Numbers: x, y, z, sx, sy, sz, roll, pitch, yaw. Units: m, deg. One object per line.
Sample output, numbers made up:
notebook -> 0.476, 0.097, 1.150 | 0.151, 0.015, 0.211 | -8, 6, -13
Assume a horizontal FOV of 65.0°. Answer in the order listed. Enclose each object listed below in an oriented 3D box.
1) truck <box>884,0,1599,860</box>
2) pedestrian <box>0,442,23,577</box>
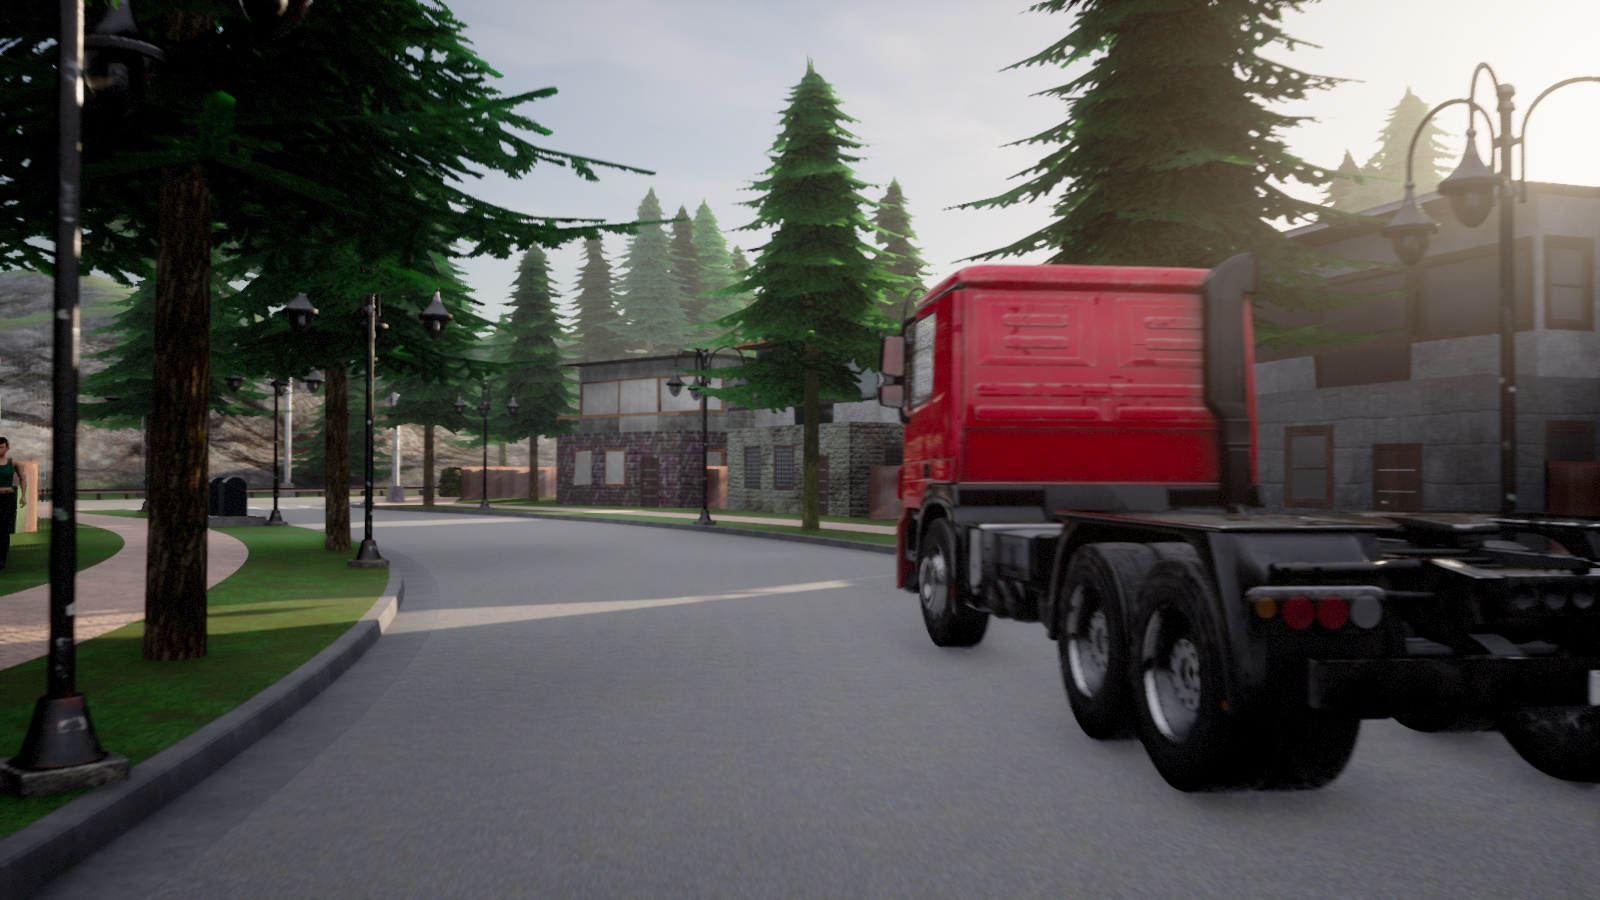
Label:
truck -> 2.808, -0.028, 9.164 | 2.891, 3.462, 7.936 | 0, -1, -7
pedestrian -> -10.973, 0.808, 17.280 | 0.345, 1.836, 0.594 | 0, -1, -18
